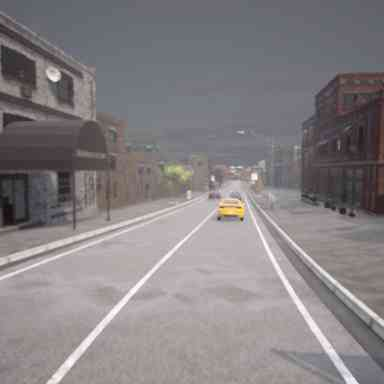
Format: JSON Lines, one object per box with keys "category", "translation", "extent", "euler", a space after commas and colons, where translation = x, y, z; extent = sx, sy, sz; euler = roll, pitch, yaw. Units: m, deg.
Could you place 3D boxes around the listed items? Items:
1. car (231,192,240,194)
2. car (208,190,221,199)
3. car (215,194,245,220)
{"category": "car", "translation": [6.719, 0.717, 51.833], "extent": [2.033, 1.411, 5.357], "euler": [1, 2, 8]}
{"category": "car", "translation": [3.980, 0.423, 57.740], "extent": [1.882, 1.535, 5.008], "euler": [1, 2, 9]}
{"category": "car", "translation": [3.076, 1.242, 25.956], "extent": [1.882, 1.535, 5.008], "euler": [1, 1, 9]}
